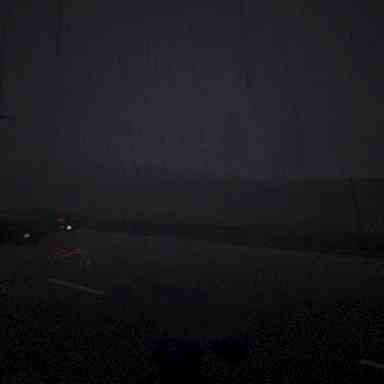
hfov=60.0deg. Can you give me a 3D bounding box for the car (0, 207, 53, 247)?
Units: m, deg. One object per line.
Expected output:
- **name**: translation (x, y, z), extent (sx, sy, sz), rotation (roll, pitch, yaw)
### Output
- **car**: translation (-8.378, 1.540, 14.258), extent (5.008, 1.535, 1.882), rotation (0, 0, 36)

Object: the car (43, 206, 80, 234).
- **car**: translation (-8.279, 1.577, 18.490), extent (4.892, 1.490, 1.837), rotation (0, 0, 36)
